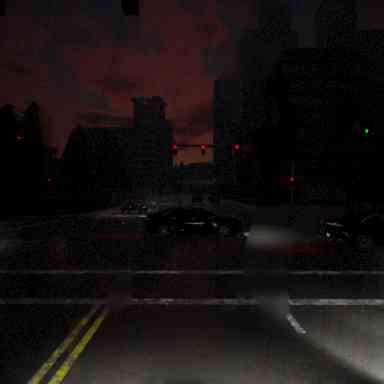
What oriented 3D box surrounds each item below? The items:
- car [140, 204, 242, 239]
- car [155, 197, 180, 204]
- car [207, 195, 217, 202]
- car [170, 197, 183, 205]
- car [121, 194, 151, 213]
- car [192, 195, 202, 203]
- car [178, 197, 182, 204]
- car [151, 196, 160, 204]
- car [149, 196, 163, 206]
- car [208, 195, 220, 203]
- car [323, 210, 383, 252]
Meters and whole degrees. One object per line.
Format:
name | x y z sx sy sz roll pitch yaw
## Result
car | 0.060 1.504 16.878 4.892 1.490 1.837 0 0 1
car | -2.839 1.601 39.200 1.895 1.301 4.718 0 0 1
car | 4.627 1.478 77.142 1.882 1.535 5.008 0 0 1
car | -2.635 1.547 58.326 2.033 1.411 5.357 0 0 1
car | -6.360 1.221 37.093 2.150 2.045 5.566 0 0 1
car | 1.033 1.352 67.436 2.097 1.767 4.553 0 0 1
car | -2.751 1.564 48.002 1.994 1.385 4.181 0 0 1
car | -6.262 1.491 46.973 2.128 1.511 4.902 0 0 1
car | -6.153 1.505 57.032 1.837 1.490 4.892 0 0 0
car | 4.636 1.547 67.319 2.033 1.411 5.357 0 0 1
car | 7.862 1.491 13.309 4.902 1.511 2.128 0 0 1
